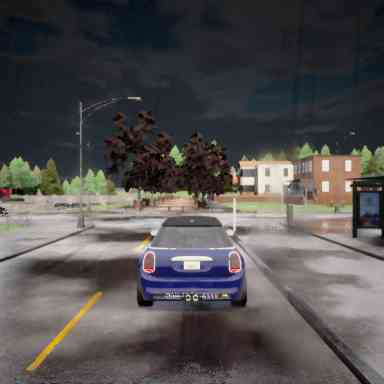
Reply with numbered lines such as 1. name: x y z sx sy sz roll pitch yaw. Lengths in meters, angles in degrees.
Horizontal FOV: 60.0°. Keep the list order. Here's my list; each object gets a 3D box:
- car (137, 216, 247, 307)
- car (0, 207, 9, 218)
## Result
1. car: 0.008 1.352 8.161 2.097 1.767 4.553 0 0 0
2. car: -17.941 1.564 28.325 4.181 1.385 1.994 0 0 0
